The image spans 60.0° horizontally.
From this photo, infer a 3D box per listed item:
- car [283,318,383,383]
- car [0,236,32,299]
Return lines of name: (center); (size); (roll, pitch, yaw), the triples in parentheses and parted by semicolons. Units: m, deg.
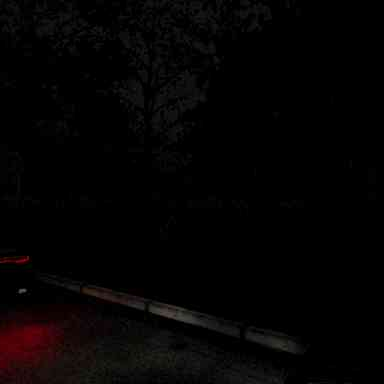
car: (2.622, 1.351, 1.494); (4.553, 1.767, 2.097); (0, 0, 36)
car: (-5.563, 1.488, 7.395); (5.008, 1.535, 1.882); (0, 0, 36)
